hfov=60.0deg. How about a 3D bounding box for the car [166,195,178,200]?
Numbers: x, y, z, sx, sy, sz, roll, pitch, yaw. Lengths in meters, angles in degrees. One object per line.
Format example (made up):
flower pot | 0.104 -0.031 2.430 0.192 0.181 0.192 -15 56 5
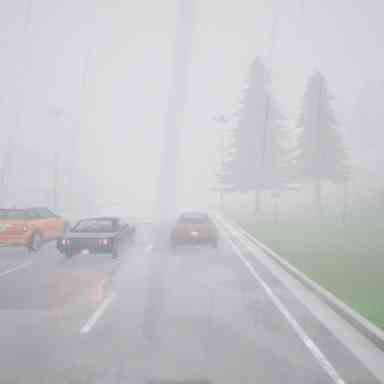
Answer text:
car | -5.527 1.535 92.928 1.882 1.535 5.008 0 0 17

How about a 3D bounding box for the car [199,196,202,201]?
car | 1.502 1.708 92.088 1.994 1.385 4.181 0 0 17

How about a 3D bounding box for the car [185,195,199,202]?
car | 0.035 1.774 82.221 1.895 1.301 4.718 0 0 2

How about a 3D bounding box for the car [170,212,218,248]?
car | 0.093 1.597 15.010 1.994 1.385 4.181 0 0 0

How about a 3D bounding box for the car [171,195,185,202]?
car | -3.466 1.704 82.228 1.812 1.442 4.674 0 0 2

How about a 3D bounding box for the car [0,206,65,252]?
car | -6.910 1.384 14.285 2.097 1.767 4.553 0 0 0

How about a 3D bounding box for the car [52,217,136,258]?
car | -3.413 1.630 12.896 1.895 1.301 4.718 0 0 0

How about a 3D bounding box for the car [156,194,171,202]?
car | -6.959 1.405 82.599 2.150 2.045 5.566 0 0 2

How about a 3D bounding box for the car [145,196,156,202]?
car | -10.448 1.736 83.310 1.994 1.385 4.181 0 0 2

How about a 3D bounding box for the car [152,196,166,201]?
car | -9.115 1.740 92.976 2.033 1.411 5.357 0 0 17
